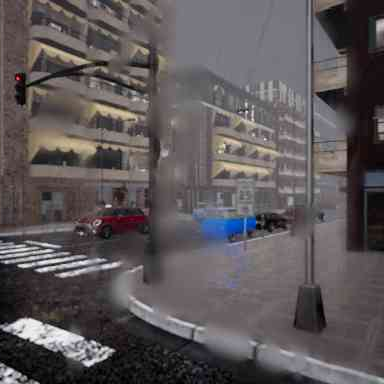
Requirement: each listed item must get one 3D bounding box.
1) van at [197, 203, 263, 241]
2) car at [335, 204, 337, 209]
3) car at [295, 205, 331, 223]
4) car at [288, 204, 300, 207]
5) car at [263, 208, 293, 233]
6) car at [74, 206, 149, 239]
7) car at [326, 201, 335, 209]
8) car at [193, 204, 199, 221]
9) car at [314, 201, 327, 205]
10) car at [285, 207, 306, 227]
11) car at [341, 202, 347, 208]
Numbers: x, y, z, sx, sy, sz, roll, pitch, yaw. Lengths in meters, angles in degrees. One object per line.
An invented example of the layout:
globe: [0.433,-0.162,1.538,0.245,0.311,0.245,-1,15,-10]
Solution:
van: [2.228,1.711,18.788,1.690,1.788,3.998,-1,-2,35]
car: [30.584,3.078,73.326,1.887,1.381,4.507,-1,-2,35]
car: [11.725,2.241,32.422,2.008,1.369,4.403,-1,-2,35]
car: [14.055,2.423,45.495,1.837,1.490,4.892,0,-2,36]
car: [5.303,2.042,23.395,1.947,1.339,4.313,-1,-2,35]
car: [-4.549,1.651,19.412,2.097,1.767,4.553,0,-1,35]
car: [27.372,2.743,68.818,2.192,1.841,5.009,-1,-2,35]
car: [2.362,2.055,29.166,1.812,1.442,4.674,0,-1,35]
car: [24.161,2.904,64.298,1.802,1.307,4.206,-1,-2,35]
car: [8.514,2.165,27.907,1.802,1.307,4.206,-1,-2,35]
car: [40.122,3.390,86.731,1.752,1.417,4.829,-1,-2,35]
